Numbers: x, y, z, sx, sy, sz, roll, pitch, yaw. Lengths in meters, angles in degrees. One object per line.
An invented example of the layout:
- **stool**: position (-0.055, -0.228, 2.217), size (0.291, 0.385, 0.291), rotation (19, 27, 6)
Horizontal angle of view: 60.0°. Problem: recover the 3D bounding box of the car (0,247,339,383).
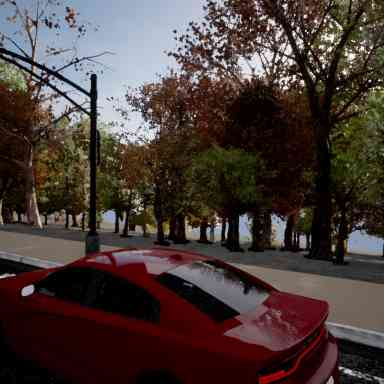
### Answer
- **car**: position (-0.849, 1.477, 4.283), size (5.008, 1.535, 1.882), rotation (0, 0, 35)
